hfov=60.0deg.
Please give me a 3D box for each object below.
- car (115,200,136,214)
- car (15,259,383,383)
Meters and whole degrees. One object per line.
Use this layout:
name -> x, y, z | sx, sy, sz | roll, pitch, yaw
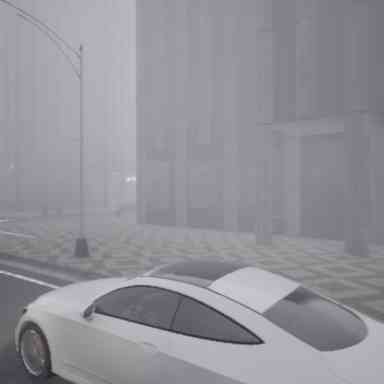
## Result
car -> -6.939, 1.745, 40.007 | 1.882, 1.535, 5.008 | 0, -1, 36
car -> -0.101, 1.524, 3.759 | 4.674, 1.442, 1.812 | 0, 0, 36
